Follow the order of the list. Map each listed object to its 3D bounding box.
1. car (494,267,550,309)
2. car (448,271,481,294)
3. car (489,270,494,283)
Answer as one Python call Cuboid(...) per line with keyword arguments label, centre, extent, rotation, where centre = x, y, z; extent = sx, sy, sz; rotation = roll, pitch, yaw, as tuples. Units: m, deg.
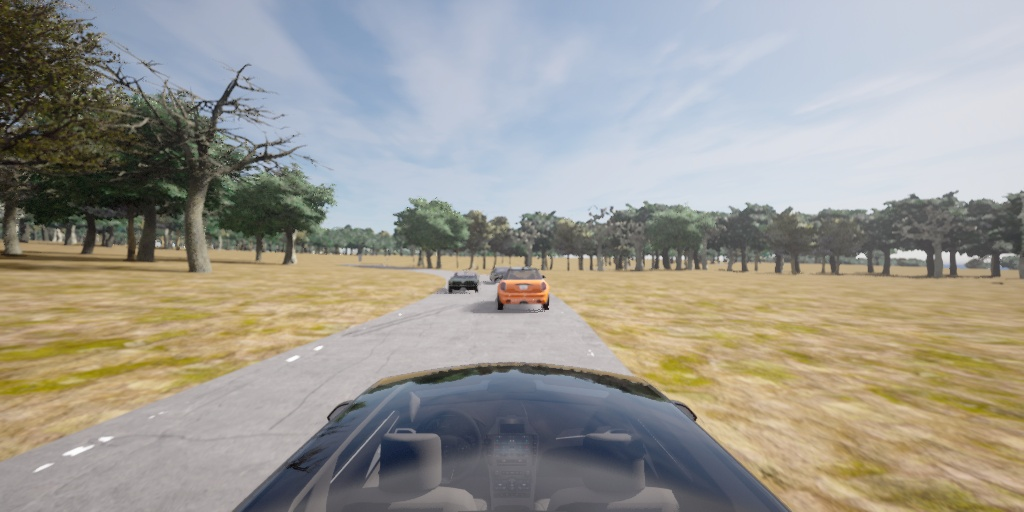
Cuboid(label="car", centre=(0.453, 1.281, 16.044), extent=(2.097, 1.767, 4.553), rotation=(0, -1, 0))
Cuboid(label="car", centre=(-2.979, 1.625, 22.985), extent=(1.895, 1.301, 4.718), rotation=(0, -1, -4))
Cuboid(label="car", centre=(-1.012, 1.728, 33.639), extent=(2.033, 1.411, 5.357), rotation=(0, -1, -10))
